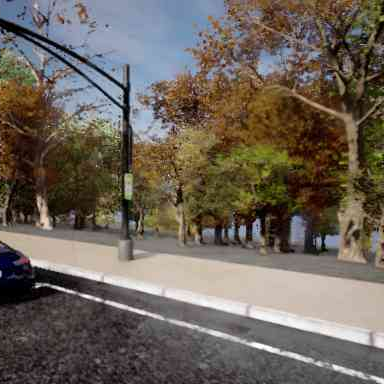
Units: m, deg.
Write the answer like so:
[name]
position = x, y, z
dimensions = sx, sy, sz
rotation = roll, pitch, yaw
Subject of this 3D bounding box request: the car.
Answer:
[car]
position = -5.467, 1.576, 7.591
dimensions = 4.181, 1.385, 1.994
rotation = 0, 0, 36
